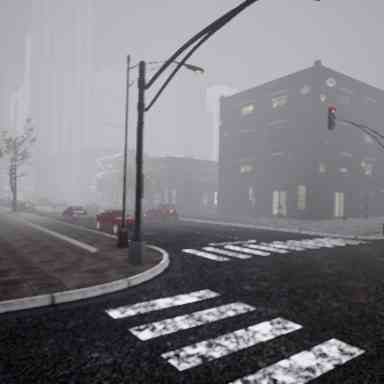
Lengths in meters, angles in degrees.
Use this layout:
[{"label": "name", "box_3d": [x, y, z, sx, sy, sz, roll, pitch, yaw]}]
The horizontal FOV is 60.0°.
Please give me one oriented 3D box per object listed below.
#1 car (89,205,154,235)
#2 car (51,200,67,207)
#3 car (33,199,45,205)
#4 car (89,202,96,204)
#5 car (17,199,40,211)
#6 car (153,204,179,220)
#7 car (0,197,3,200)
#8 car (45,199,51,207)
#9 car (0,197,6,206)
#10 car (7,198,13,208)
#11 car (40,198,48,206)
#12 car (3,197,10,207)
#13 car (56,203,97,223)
[{"label": "car", "box_3d": [-4.387, 1.706, 20.131, 1.887, 1.381, 4.507, 2, -1, -35]}, {"label": "car", "box_3d": [-26.128, 2.303, 66.203, 1.967, 1.590, 4.097, 2, -1, -35]}, {"label": "car", "box_3d": [-38.881, 2.592, 84.497, 1.752, 1.417, 4.829, 1, -1, -35]}, {"label": "car", "box_3d": [-15.737, 2.229, 51.413, 1.752, 1.417, 4.829, 2, -1, -35]}, {"label": "car", "box_3d": [-23.639, 1.982, 47.874, 1.752, 1.417, 4.829, 2, -1, -35]}, {"label": "car", "box_3d": [-3.077, 1.952, 33.357, 1.967, 1.590, 4.097, 2, -1, -35]}, {"label": "car", "box_3d": [-39.328, 2.022, 70.497, 2.192, 1.841, 5.009, 2, -1, -35]}, {"label": "car", "box_3d": [-29.293, 2.495, 70.739, 1.802, 1.307, 4.206, 2, -1, -35]}, {"label": "car", "box_3d": [-36.167, 2.222, 65.953, 1.947, 1.339, 4.313, 2, -1, -35]}, {"label": "car", "box_3d": [-30.021, 2.104, 57.122, 1.887, 1.381, 4.507, 2, -1, -35]}, {"label": "car", "box_3d": [-35.617, 2.329, 79.822, 2.192, 1.841, 5.009, 1, -1, -35]}, {"label": "car", "box_3d": [-33.003, 2.172, 61.414, 1.947, 1.339, 4.313, 2, -1, -35]}, {"label": "car", "box_3d": [-9.536, 1.820, 27.515, 1.802, 1.307, 4.206, 2, -1, -35]}]
